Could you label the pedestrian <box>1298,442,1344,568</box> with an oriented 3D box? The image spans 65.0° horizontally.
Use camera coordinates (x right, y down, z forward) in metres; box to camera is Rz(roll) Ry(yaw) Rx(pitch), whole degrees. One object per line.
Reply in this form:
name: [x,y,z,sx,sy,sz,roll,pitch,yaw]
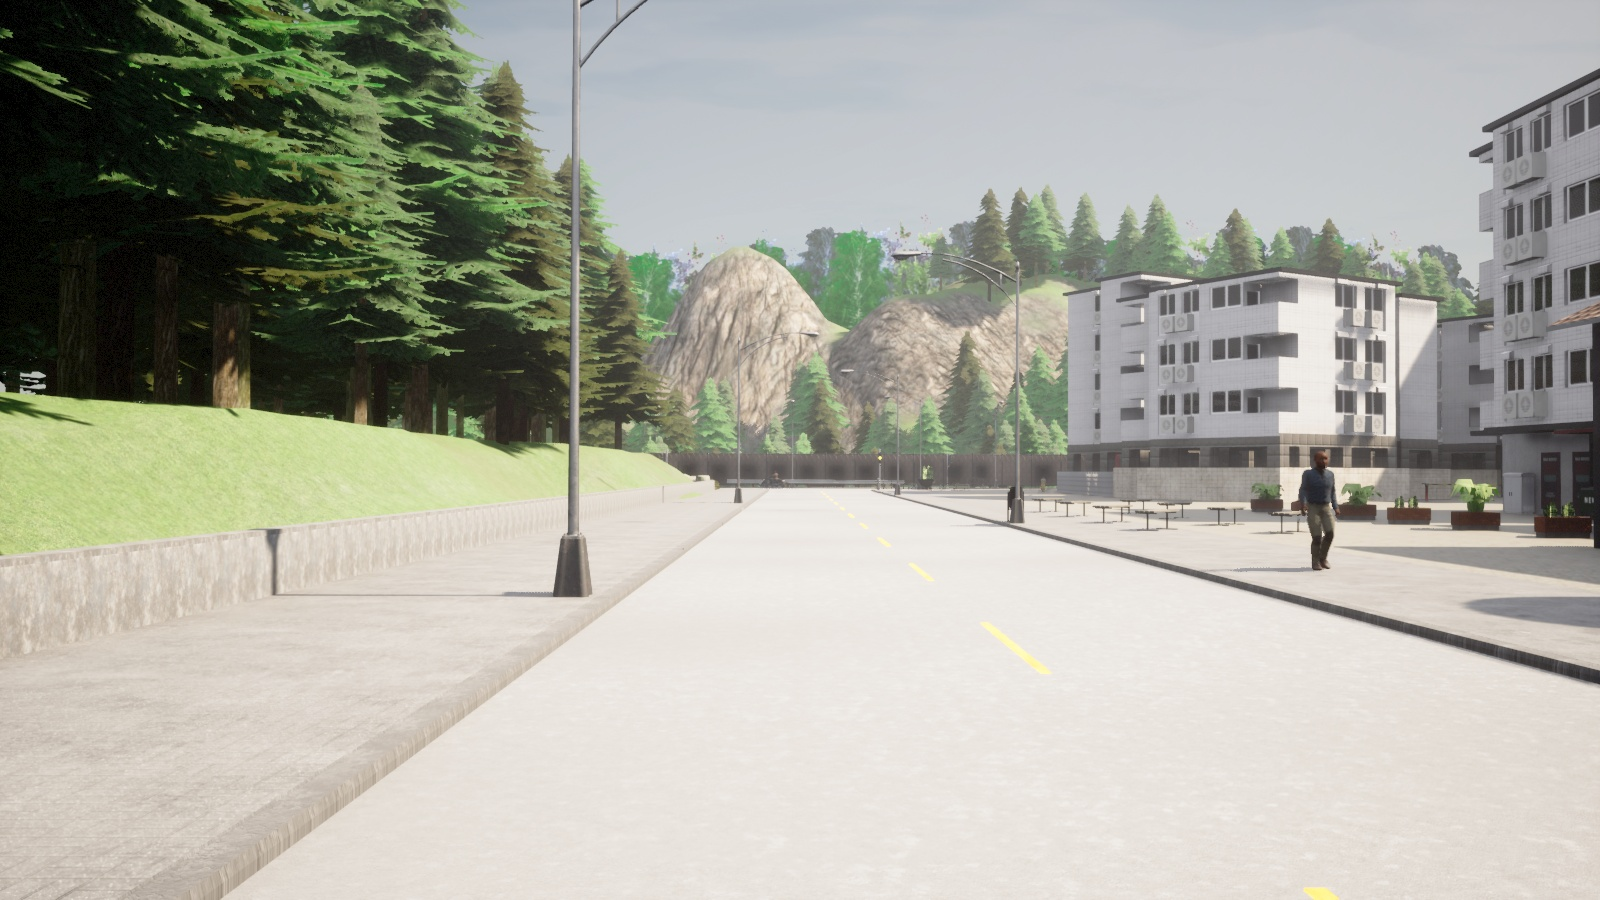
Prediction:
pedestrian: [7.722,0.802,18.620,0.370,1.835,0.726,0,-1,1]
